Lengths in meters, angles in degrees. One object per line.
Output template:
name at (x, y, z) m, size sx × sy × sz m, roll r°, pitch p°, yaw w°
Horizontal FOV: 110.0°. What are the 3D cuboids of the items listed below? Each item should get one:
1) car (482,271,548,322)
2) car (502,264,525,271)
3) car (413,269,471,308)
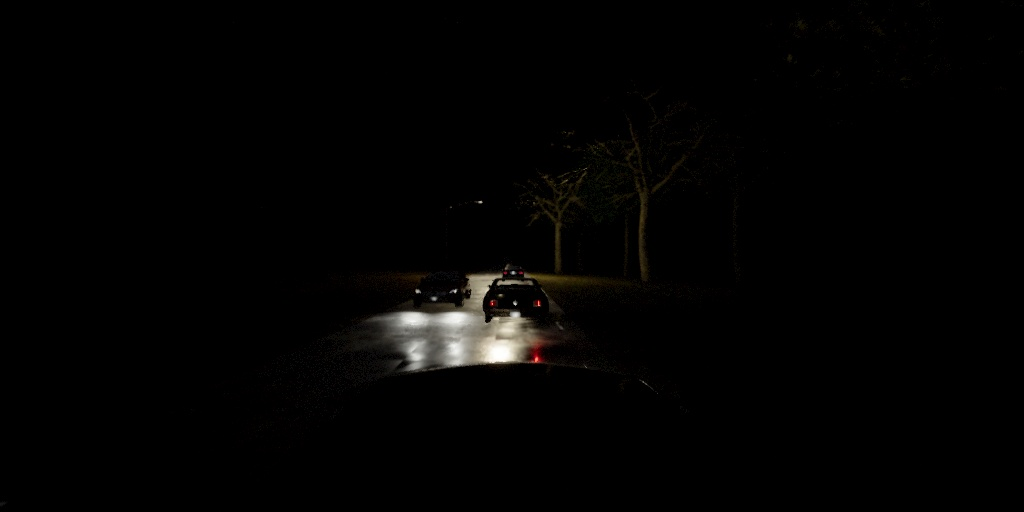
car at (0.097, 1.364, 12.280) m, size 1.895 × 1.301 × 4.718 m, roll 0°, pitch 0°, yaw 0°
car at (0.092, 1.380, 30.457) m, size 2.033 × 1.411 × 5.357 m, roll 0°, pitch 0°, yaw 0°
car at (-2.833, 1.299, 15.415) m, size 1.812 × 1.442 × 4.674 m, roll 0°, pitch 0°, yaw 0°
